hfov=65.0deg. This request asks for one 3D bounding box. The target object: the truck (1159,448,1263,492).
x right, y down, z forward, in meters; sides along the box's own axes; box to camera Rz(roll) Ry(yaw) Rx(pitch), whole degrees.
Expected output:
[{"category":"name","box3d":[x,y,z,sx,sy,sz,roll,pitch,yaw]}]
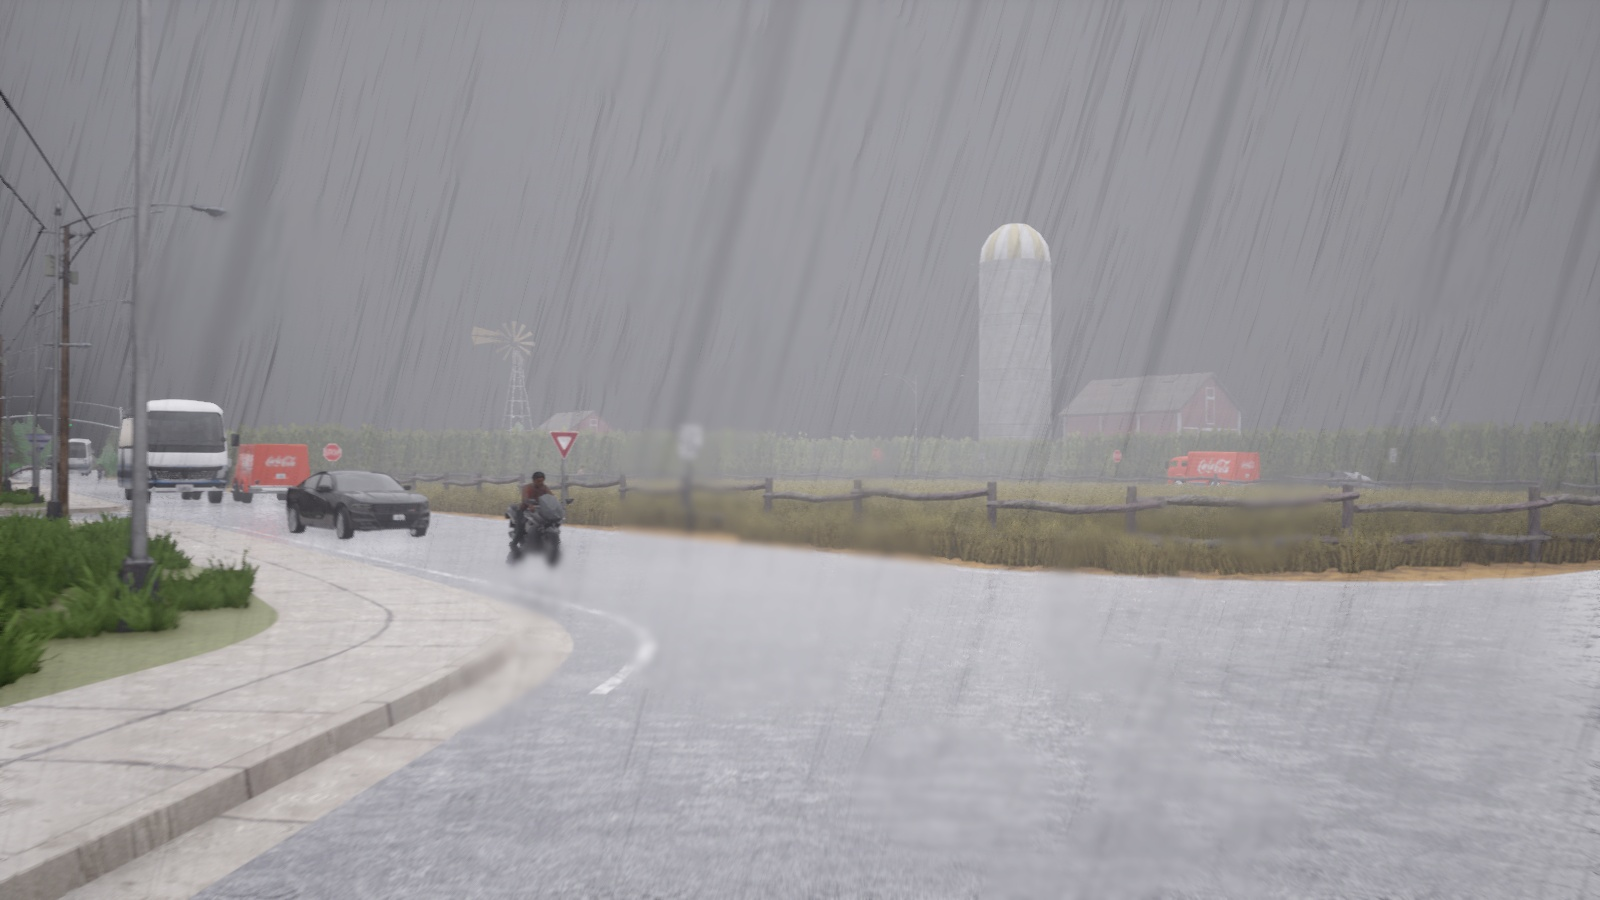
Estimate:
[{"category":"truck","box3d":[23.757,1.144,72.712,2.627,2.467,5.204,0,0,-34]}]

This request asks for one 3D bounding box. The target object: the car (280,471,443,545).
[{"category":"car","box3d":[-10.117,1.263,28.753,1.882,1.535,5.008,1,-1,-40]}]

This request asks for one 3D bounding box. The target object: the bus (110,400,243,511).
[{"category":"bus","box3d":[-26.713,0.289,53.470,3.944,4.253,10.273,0,-1,-33]}]

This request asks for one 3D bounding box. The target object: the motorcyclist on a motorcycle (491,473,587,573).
[{"category":"motorcyclist on a motorcycle","box3d":[-4.231,1.135,20.250,0.797,1.523,2.044,0,-1,-34]}]

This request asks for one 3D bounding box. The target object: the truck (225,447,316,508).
[{"category":"truck","box3d":[-22.690,1.167,53.703,2.627,2.467,5.204,0,-1,-34]}]

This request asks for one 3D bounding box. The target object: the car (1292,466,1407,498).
[{"category":"car","box3d":[27.101,1.544,62.123,2.163,1.488,4.792,0,-1,-34]}]
